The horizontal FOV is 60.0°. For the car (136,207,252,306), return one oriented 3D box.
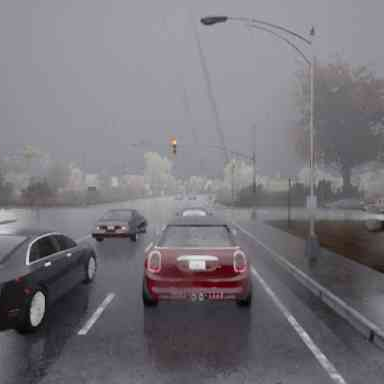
[{"bbox_3d":[0.102,1.349,8.185,2.097,1.767,4.553,0,0,0],"label":"car"}]

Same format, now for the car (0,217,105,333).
[{"bbox_3d":[-3.396,1.501,6.771,1.837,1.490,4.892,0,0,0],"label":"car"}]

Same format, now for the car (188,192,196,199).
[{"bbox_3d":[0.088,1.040,95.457,2.150,2.045,5.566,0,0,1],"label":"car"}]

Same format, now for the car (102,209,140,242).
[{"bbox_3d":[-3.395,1.541,16.428,2.033,1.411,5.357,0,0,0],"label":"car"}]

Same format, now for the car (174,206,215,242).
[{"bbox_3d":[0.107,1.519,17.224,1.812,1.442,4.674,0,0,0],"label":"car"}]

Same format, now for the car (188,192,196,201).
[{"bbox_3d":[0.043,1.486,85.457,1.812,1.442,4.674,0,0,0],"label":"car"}]

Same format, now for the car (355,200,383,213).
[{"bbox_3d":[20.544,1.545,36.187,4.181,1.385,1.994,0,0,3],"label":"car"}]

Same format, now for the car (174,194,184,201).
[{"bbox_3d":[-3.457,1.513,85.425,1.994,1.385,4.181,0,0,0],"label":"car"}]

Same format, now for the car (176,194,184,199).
[{"bbox_3d":[-3.412,1.367,95.451,1.994,1.385,4.181,0,0,1],"label":"car"}]

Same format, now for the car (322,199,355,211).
[{"bbox_3d":[18.455,1.530,39.799,5.357,1.411,2.033,0,0,3],"label":"car"}]
